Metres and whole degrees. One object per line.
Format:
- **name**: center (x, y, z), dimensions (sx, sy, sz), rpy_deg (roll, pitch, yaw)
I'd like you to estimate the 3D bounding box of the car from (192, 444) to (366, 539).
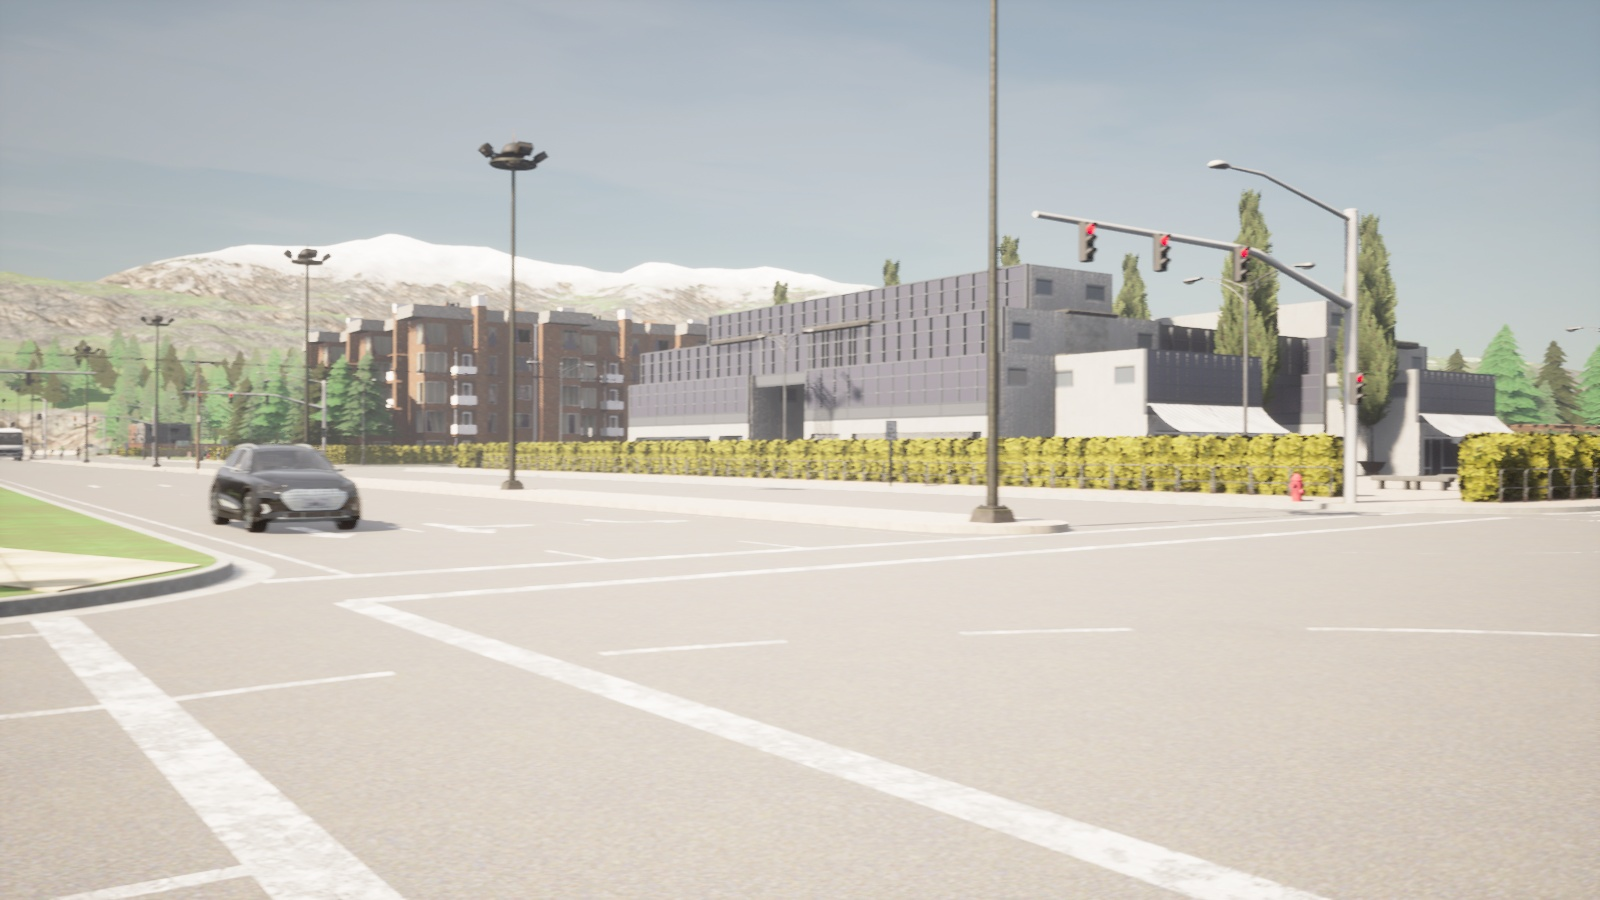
- **car**: center (-10.198, 0.717, 24.362), dimensions (2.033, 1.649, 4.856), rpy_deg (0, 0, -36)
